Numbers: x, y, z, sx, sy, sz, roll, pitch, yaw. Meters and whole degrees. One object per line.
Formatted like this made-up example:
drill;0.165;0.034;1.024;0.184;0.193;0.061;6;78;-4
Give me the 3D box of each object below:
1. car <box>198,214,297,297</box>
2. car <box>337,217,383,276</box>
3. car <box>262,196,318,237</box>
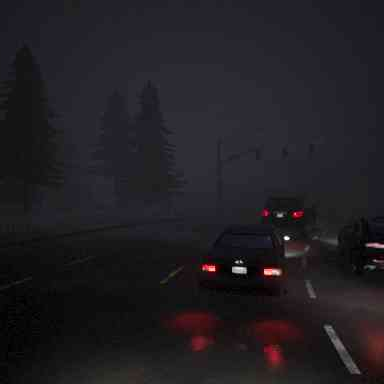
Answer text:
car;1.547;1.547;8.817;2.033;1.411;5.357;0;0;15
car;5.606;1.492;9.996;2.128;1.511;4.902;0;0;17
car;5.486;1.221;18.265;2.150;2.045;5.566;0;0;28
